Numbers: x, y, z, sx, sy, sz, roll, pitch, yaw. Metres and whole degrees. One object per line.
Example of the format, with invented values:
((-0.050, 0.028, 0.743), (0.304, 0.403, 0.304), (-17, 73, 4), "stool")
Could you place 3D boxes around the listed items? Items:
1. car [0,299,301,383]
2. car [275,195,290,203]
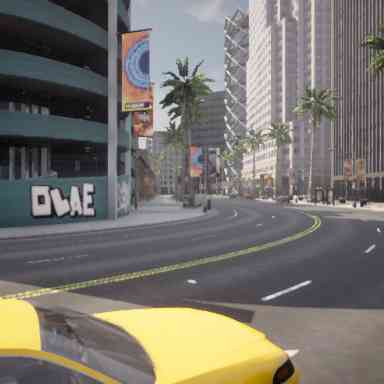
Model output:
((-1.475, 1.448, 2.227), (5.366, 1.575, 1.801), (0, 0, -35), "car")
((18.160, 1.427, 67.071), (2.231, 1.521, 4.892), (0, 0, -4), "car")
